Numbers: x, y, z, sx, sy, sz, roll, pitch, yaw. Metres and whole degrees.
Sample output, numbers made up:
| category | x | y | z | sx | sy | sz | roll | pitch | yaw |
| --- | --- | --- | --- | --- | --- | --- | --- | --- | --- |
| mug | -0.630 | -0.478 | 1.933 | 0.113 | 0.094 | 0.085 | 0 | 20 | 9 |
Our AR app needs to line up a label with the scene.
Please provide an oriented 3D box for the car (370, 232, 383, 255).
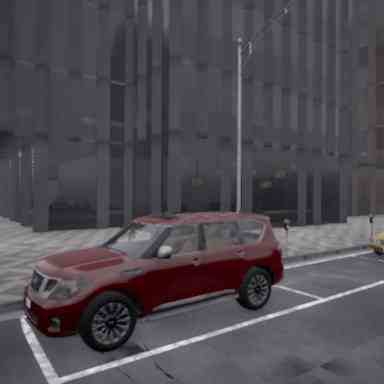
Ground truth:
| category | x | y | z | sx | sy | sz | roll | pitch | yaw |
| --- | --- | --- | --- | --- | --- | --- | --- | --- | --- |
| car | 8.673 | 1.667 | 12.826 | 4.829 | 1.417 | 1.752 | 1 | 0 | -35 |

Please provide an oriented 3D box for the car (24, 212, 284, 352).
| category | x | y | z | sx | sy | sz | roll | pitch | yaw |
| --- | --- | --- | --- | --- | --- | --- | --- | --- | --- |
| car | -0.368 | 1.347 | 6.385 | 5.009 | 1.841 | 2.192 | 1 | 0 | -35 |
